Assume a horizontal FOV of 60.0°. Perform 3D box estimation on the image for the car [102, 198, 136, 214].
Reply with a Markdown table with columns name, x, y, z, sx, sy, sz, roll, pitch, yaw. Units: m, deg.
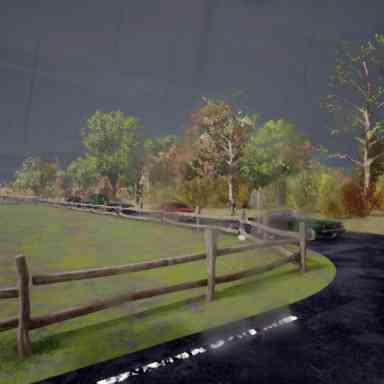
| name | x | y | z | sx | sy | sz | roll | pitch | yaw |
| --- | --- | --- | --- | --- | --- | --- | --- | --- | --- |
| car | -7.453 | 1.602 | 34.936 | 1.994 | 1.385 | 4.181 | 0 | 0 | -35 |

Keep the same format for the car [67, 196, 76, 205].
| name | x | y | z | sx | sy | sz | roll | pitch | yaw |
| --- | --- | --- | --- | --- | --- | --- | --- | --- | --- |
| car | -21.068 | 1.512 | 59.746 | 1.882 | 1.535 | 5.008 | 0 | 0 | -35 |

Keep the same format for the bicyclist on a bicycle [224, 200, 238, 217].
| name | x | y | z | sx | sy | sz | roll | pitch | yaw |
| --- | --- | --- | --- | --- | --- | --- | --- | --- | --- |
| bicyclist on a bicycle | 3.497 | 1.484 | 29.611 | 1.656 | 1.620 | 0.582 | 0 | 0 | -35 |

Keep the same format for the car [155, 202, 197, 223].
| name | x | y | z | sx | sy | sz | roll | pitch | yaw |
| --- | --- | --- | --- | --- | --- | --- | --- | --- | --- |
| car | -1.277 | 1.555 | 26.017 | 1.812 | 1.442 | 4.674 | 0 | 0 | -35 |

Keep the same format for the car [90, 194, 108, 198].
| name | x | y | z | sx | sy | sz | roll | pitch | yaw |
| --- | --- | --- | --- | --- | --- | --- | --- | --- | --- |
| car | -14.327 | 1.261 | 50.028 | 2.150 | 2.045 | 5.566 | 0 | 0 | -35 |

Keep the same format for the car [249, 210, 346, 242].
| name | x | y | z | sx | sy | sz | roll | pitch | yaw |
| --- | --- | --- | --- | --- | --- | --- | --- | --- | --- |
| car | 5.147 | 1.612 | 16.748 | 1.895 | 1.301 | 4.718 | 0 | 0 | -35 |

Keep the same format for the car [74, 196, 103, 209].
| name | x | y | z | sx | sy | sz | roll | pitch | yaw |
| --- | --- | --- | --- | --- | --- | --- | --- | --- | --- |
| car | -13.905 | 1.603 | 44.303 | 1.994 | 1.385 | 4.181 | 0 | 0 | -34 |
